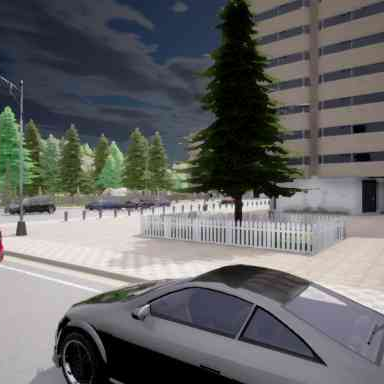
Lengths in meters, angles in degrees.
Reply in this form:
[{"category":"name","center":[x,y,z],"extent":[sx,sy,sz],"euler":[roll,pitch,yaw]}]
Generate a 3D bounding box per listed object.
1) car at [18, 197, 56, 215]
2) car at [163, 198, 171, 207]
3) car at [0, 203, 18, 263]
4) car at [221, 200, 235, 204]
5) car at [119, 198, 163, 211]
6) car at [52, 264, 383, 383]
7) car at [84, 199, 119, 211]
[{"category":"car","center":[-16.248,1.352,33.583],"extent":[2.097,1.767,4.553],"euler":[0,0,35]},{"category":"car","center":[-4.989,1.564,49.395],"extent":[1.994,1.385,4.181],"euler":[0,0,36]},{"category":"car","center":[-7.370,1.221,9.189],"extent":[5.566,2.045,2.150],"euler":[0,0,36]},{"category":"car","center":[7.214,1.601,60.198],"extent":[1.895,1.301,4.718],"euler":[0,0,35]},{"category":"car","center":[-6.223,1.505,41.299],"extent":[1.837,1.490,4.892],"euler":[0,0,35]},{"category":"car","center":[0.322,1.564,3.761],"extent":[4.181,1.385,1.994],"euler":[0,0,35]},{"category":"car","center":[-10.675,1.547,41.422],"extent":[2.033,1.411,5.357],"euler":[0,0,35]}]
